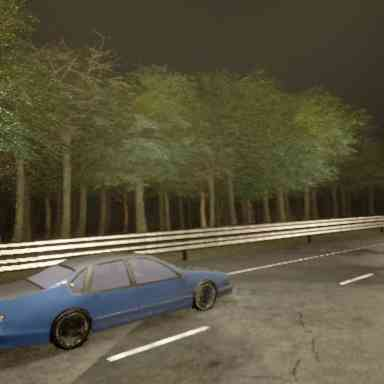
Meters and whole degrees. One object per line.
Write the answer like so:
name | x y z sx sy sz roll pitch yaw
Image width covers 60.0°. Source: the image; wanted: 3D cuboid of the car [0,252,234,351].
car | -1.540 2.013 7.084 5.357 1.411 2.033 1 -4 -39
